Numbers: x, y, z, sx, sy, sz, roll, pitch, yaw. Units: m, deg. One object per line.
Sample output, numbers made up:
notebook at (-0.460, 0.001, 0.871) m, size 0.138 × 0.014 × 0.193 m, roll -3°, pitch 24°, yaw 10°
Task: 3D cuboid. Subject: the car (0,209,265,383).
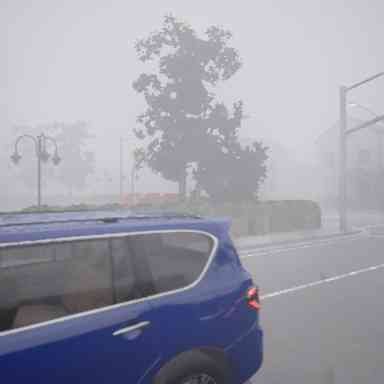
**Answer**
car at (-1.864, 1.221, 2.650) m, size 5.566 × 2.045 × 2.150 m, roll 0°, pitch 0°, yaw -35°
